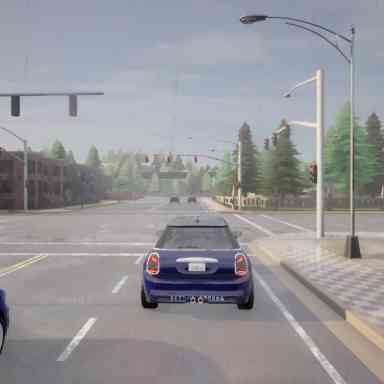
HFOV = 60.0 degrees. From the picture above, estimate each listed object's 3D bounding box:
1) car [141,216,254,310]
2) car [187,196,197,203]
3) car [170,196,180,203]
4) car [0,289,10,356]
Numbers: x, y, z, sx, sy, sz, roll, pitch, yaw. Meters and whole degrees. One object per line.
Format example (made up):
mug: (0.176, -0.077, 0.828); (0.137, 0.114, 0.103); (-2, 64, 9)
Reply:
car: (0.155, 1.352, 8.018); (2.097, 1.767, 4.553); (0, 0, 2)
car: (0.005, 1.505, 68.306); (1.837, 1.490, 4.892); (0, 0, 0)
car: (-3.495, 1.505, 68.307); (1.837, 1.490, 4.892); (0, 0, 0)
car: (-3.442, 1.478, 2.563); (1.882, 1.535, 5.008); (0, 0, 0)
